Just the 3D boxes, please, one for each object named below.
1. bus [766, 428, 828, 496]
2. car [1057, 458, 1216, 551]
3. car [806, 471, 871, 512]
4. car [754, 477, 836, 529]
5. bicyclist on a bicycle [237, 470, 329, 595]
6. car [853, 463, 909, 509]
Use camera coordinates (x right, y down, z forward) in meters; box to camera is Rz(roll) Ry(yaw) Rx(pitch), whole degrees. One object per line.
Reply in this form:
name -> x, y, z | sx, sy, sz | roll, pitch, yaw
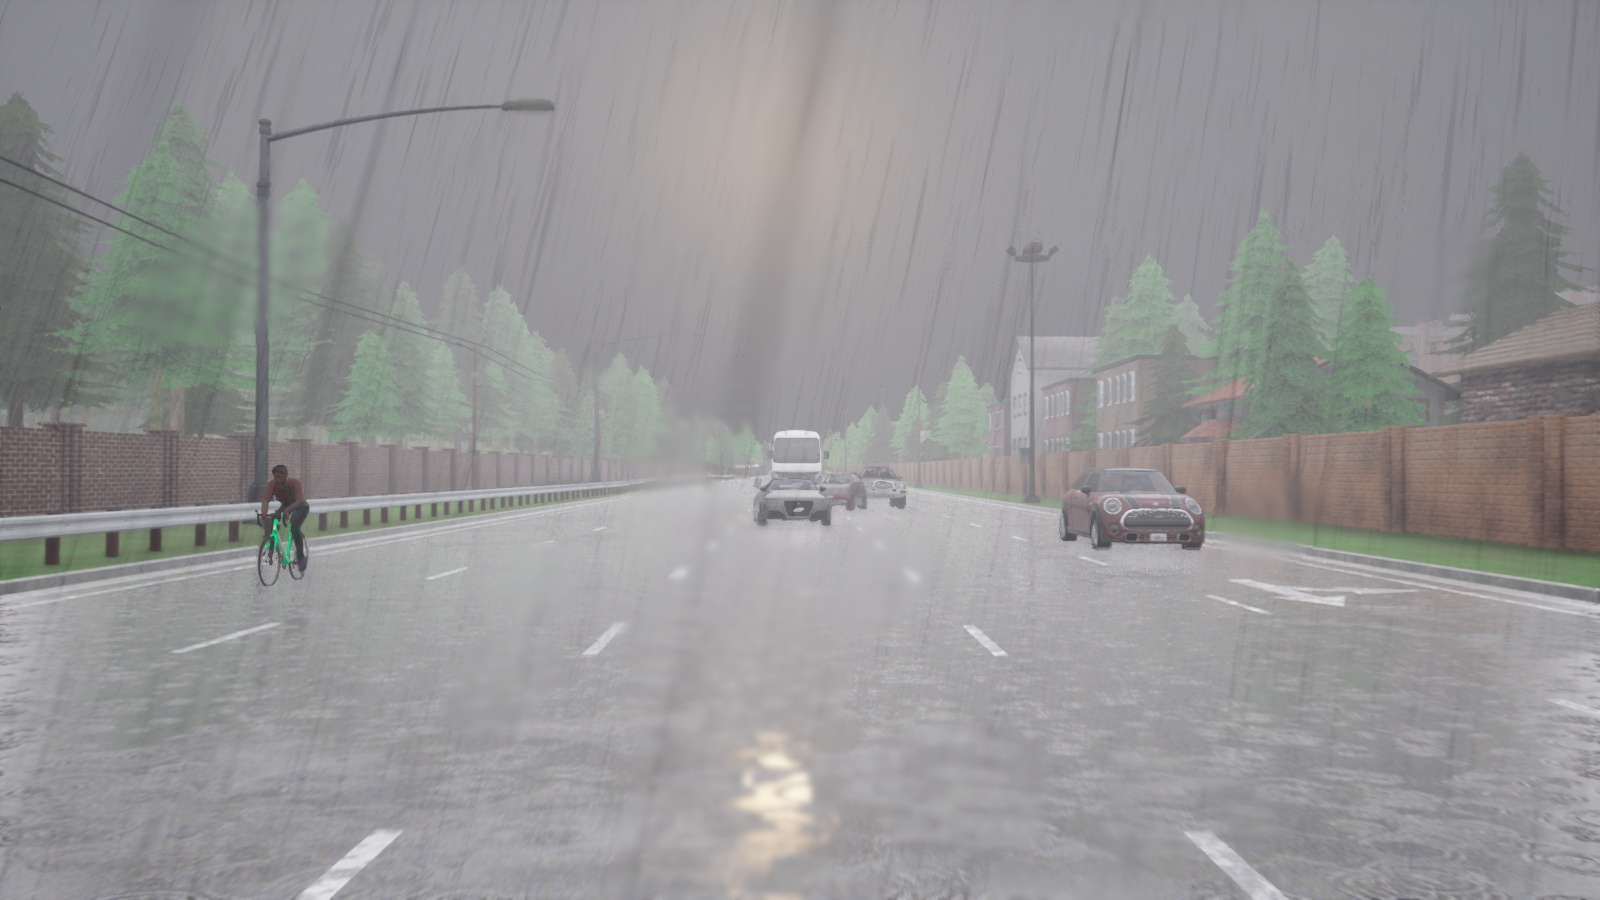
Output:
bus -> -0.215, 0.857, 84.693 | 3.944, 4.253, 10.273 | 0, -1, 0
car -> 6.934, 1.087, 26.411 | 2.097, 1.767, 4.553 | 0, -1, 0
car -> 1.537, 1.612, 49.104 | 1.789, 1.549, 3.705 | 0, -1, 14
car -> -0.215, 1.486, 36.221 | 1.994, 1.385, 4.181 | 0, -1, -6
bicyclist on a bicycle -> -7.043, 1.083, 17.178 | 0.582, 1.620, 1.656 | 0, -1, 0
car -> 3.356, 1.506, 53.063 | 1.932, 1.855, 4.605 | 0, -1, -2
